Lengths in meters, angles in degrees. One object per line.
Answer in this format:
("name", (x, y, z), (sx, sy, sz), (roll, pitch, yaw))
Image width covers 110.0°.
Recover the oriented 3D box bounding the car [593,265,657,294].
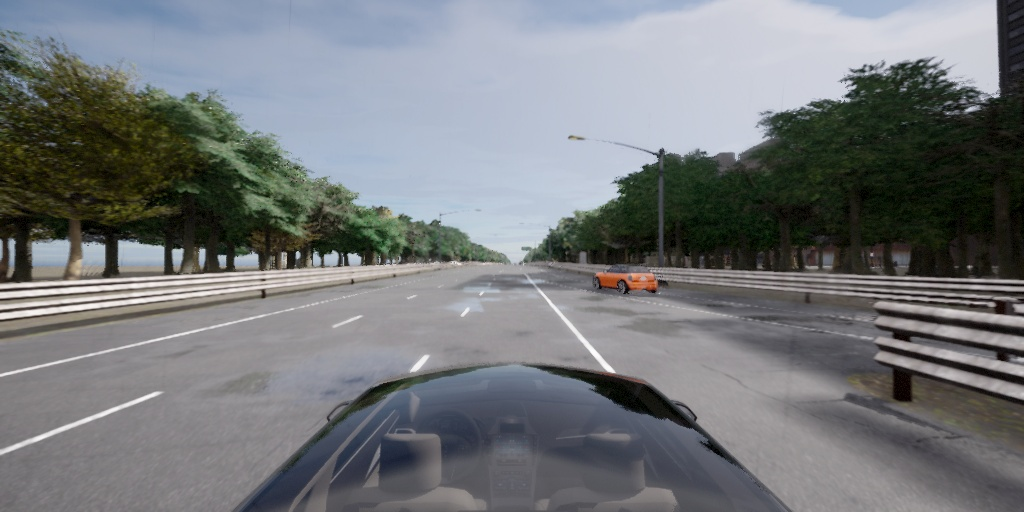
("car", (6.837, 1.313, 22.130), (2.097, 1.767, 4.553), (0, 0, -14))
